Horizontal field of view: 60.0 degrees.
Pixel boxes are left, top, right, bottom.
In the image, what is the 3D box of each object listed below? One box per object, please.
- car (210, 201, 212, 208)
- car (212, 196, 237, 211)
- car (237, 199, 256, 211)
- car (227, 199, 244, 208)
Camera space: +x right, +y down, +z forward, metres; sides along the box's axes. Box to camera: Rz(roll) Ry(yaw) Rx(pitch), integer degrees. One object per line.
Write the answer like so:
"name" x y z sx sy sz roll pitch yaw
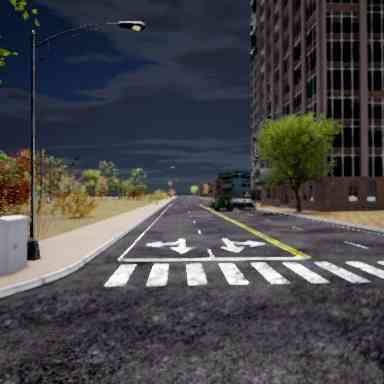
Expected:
"car" 4.066 1.962 56.803 2.033 1.411 5.357 0 0 -2
"car" 4.439 1.552 46.473 2.150 2.045 5.566 0 0 -1
"car" 7.675 1.808 46.504 2.128 1.511 4.902 0 0 -2
"car" 7.314 1.948 56.916 2.033 1.411 5.357 0 0 -2
